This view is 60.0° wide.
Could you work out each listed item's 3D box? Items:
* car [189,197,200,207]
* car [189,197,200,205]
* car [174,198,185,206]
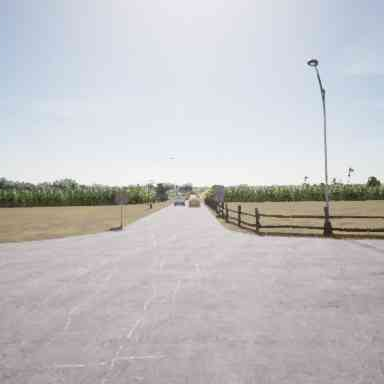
[{"bbox_3d":[0.460,1.733,57.128,1.882,1.535,5.008,0,0,0],"label":"car"},{"bbox_3d":[0.544,1.836,67.550,2.128,1.511,4.902,0,-1,0],"label":"car"},{"bbox_3d":[-2.253,1.817,61.738,1.812,1.442,4.674,0,0,0],"label":"car"}]
